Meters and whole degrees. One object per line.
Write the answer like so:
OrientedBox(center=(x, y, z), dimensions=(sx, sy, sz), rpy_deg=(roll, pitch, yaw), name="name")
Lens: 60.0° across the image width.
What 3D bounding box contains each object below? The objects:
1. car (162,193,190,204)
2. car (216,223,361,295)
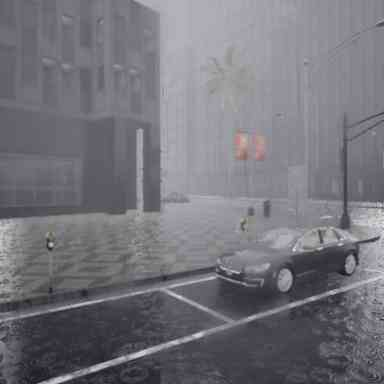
OrientedBox(center=(-2.073, 0.810, 42.027), dimensions=(1.994, 1.385, 4.181), rpy_deg=(0, 1, -35), name="car")
OrientedBox(center=(2.591, 1.506, 8.495), dimensions=(4.403, 1.369, 2.008), rpy_deg=(0, 0, -36), name="car")
